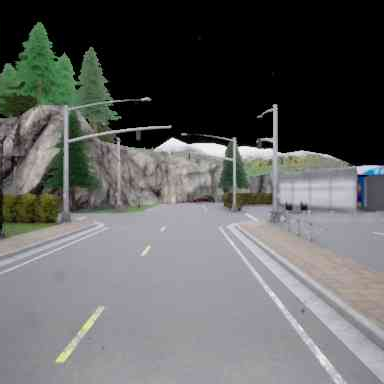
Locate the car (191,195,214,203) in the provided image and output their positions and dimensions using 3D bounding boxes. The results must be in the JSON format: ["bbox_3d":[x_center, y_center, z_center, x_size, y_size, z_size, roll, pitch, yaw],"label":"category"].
[{"bbox_3d":[2.130,1.285,66.507,4.553,1.767,2.097,0,0,-16],"label":"car"}]
